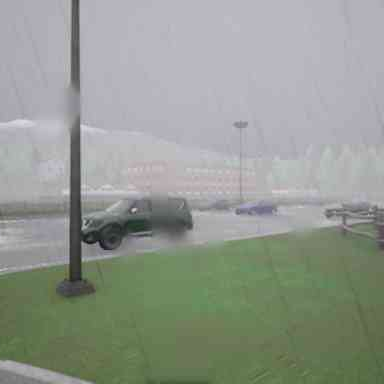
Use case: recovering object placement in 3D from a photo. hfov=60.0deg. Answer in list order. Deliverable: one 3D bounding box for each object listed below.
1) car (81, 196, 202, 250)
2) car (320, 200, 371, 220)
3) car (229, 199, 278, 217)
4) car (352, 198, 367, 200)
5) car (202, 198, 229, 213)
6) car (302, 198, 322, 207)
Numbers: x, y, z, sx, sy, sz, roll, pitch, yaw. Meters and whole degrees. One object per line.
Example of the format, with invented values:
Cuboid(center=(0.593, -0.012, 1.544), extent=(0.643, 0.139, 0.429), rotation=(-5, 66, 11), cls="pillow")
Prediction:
Cuboid(center=(-2.433, 1.224, 14.714), extent=(5.566, 2.045, 2.150), rotation=(0, 0, -41), cls="car")
Cuboid(center=(13.139, 1.593, 28.289), extent=(4.718, 1.301, 1.895), rotation=(0, 0, -41), cls="car")
Cuboid(center=(6.146, 1.475, 31.482), extent=(5.008, 1.535, 1.882), rotation=(0, 0, -41), cls="car")
Cuboid(center=(23.112, 1.514, 46.045), extent=(4.674, 1.442, 1.812), rotation=(0, 0, -41), cls="car")
Cuboid(center=(2.748, 1.505, 37.805), extent=(4.892, 1.490, 1.837), rotation=(0, 0, -41), cls="car")
Cuboid(center=(18.785, 1.562, 51.553), extent=(4.181, 1.385, 1.994), rotation=(0, 0, -41), cls="car")
